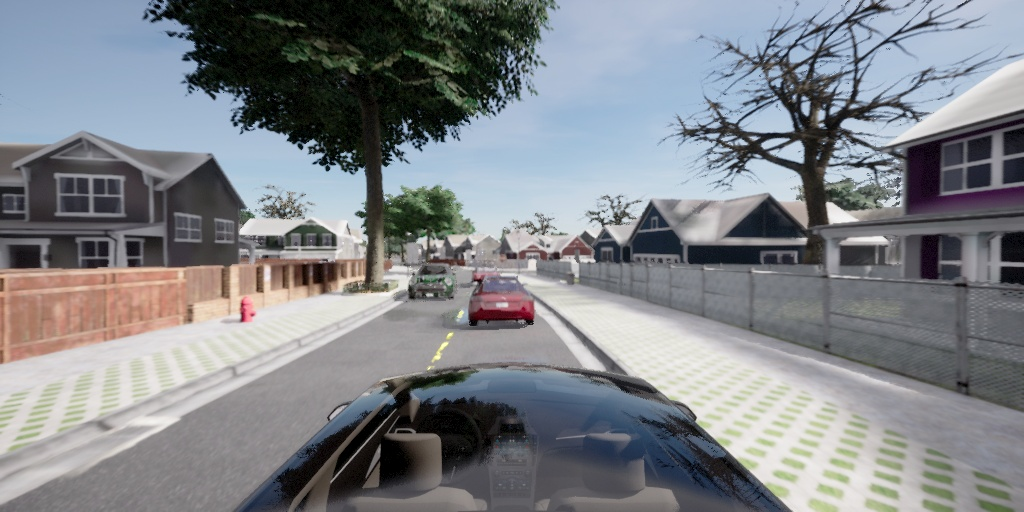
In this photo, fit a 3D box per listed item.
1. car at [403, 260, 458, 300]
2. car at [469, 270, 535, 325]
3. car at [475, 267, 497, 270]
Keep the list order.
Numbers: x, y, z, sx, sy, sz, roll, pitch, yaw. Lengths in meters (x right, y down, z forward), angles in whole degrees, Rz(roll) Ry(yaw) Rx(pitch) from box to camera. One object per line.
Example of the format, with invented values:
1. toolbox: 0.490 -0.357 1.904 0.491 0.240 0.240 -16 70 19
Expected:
1. car: -3.859 1.154 18.040 2.097 1.767 4.553 0 0 -6
2. car: -0.391 1.338 12.010 1.994 1.385 4.181 0 0 -3
3. car: -1.932 1.420 25.988 1.895 1.301 4.718 0 0 -8
